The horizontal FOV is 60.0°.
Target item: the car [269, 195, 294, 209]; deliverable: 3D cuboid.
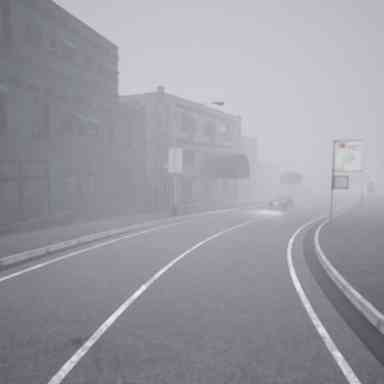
[{"bbox_3d":[10.141,1.096,37.583,2.128,1.511,4.902,3,2,30],"label":"car"}]
